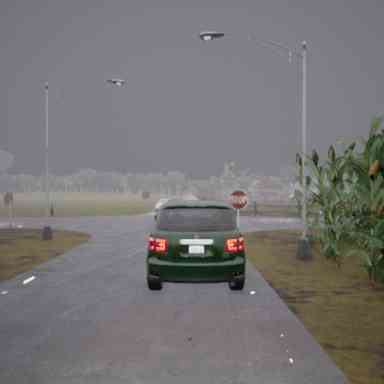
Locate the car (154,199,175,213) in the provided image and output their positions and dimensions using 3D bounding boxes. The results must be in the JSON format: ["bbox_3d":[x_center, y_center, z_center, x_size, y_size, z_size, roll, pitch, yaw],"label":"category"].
[{"bbox_3d":[-3.008,1.496,37.501,1.812,1.442,4.674,0,0,2],"label":"car"}]

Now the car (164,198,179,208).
[{"bbox_3d":[-2.922,1.531,48.458,1.994,1.385,4.181,0,0,0],"label":"car"}]

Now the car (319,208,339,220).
[{"bbox_3d":[12.561,1.455,26.235,4.902,1.511,2.128,0,2,-2],"label":"car"}]

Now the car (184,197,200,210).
[{"bbox_3d":[0.018,1.446,43.013,1.882,1.535,5.008,0,0,0],"label":"car"}]

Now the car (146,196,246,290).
[{"bbox_3d":[0.087,1.212,9.161,2.150,2.045,5.566,0,0,0],"label":"car"}]

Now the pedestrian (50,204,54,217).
[{"bbox_3d":[-12.237,1.599,29.175,0.500,1.100,0.500,0,2,0],"label":"pedestrian"}]

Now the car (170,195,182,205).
[{"bbox_3d":[-2.895,1.442,60.255,1.882,1.535,5.008,0,0,1],"label":"car"}]
